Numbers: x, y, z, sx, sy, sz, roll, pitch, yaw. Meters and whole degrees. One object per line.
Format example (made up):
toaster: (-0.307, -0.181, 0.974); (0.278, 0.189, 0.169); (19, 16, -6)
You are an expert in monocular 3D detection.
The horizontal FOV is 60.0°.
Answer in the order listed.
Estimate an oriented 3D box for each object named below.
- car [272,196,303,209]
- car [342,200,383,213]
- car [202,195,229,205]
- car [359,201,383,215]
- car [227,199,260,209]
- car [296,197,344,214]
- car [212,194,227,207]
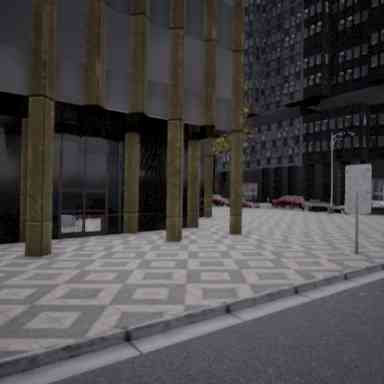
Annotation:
car: (13.816, 1.439, 47.772); (2.192, 1.841, 5.009); (1, -1, -35)
car: (20.184, 1.660, 38.773); (2.008, 1.369, 4.403); (1, -1, -35)
car: (4.257, 1.463, 61.268); (2.192, 1.841, 5.009); (1, -1, -35)
car: (16.420, 1.480, 29.340); (2.008, 1.369, 4.403); (1, -1, -35)
car: (6.860, 1.533, 42.837); (1.802, 1.307, 4.206); (1, -1, -35)
car: (13.233, 1.502, 33.839); (1.947, 1.339, 4.313); (1, -1, -35)
car: (3.678, 1.274, 47.339); (2.192, 1.841, 5.009); (1, -1, -35)
